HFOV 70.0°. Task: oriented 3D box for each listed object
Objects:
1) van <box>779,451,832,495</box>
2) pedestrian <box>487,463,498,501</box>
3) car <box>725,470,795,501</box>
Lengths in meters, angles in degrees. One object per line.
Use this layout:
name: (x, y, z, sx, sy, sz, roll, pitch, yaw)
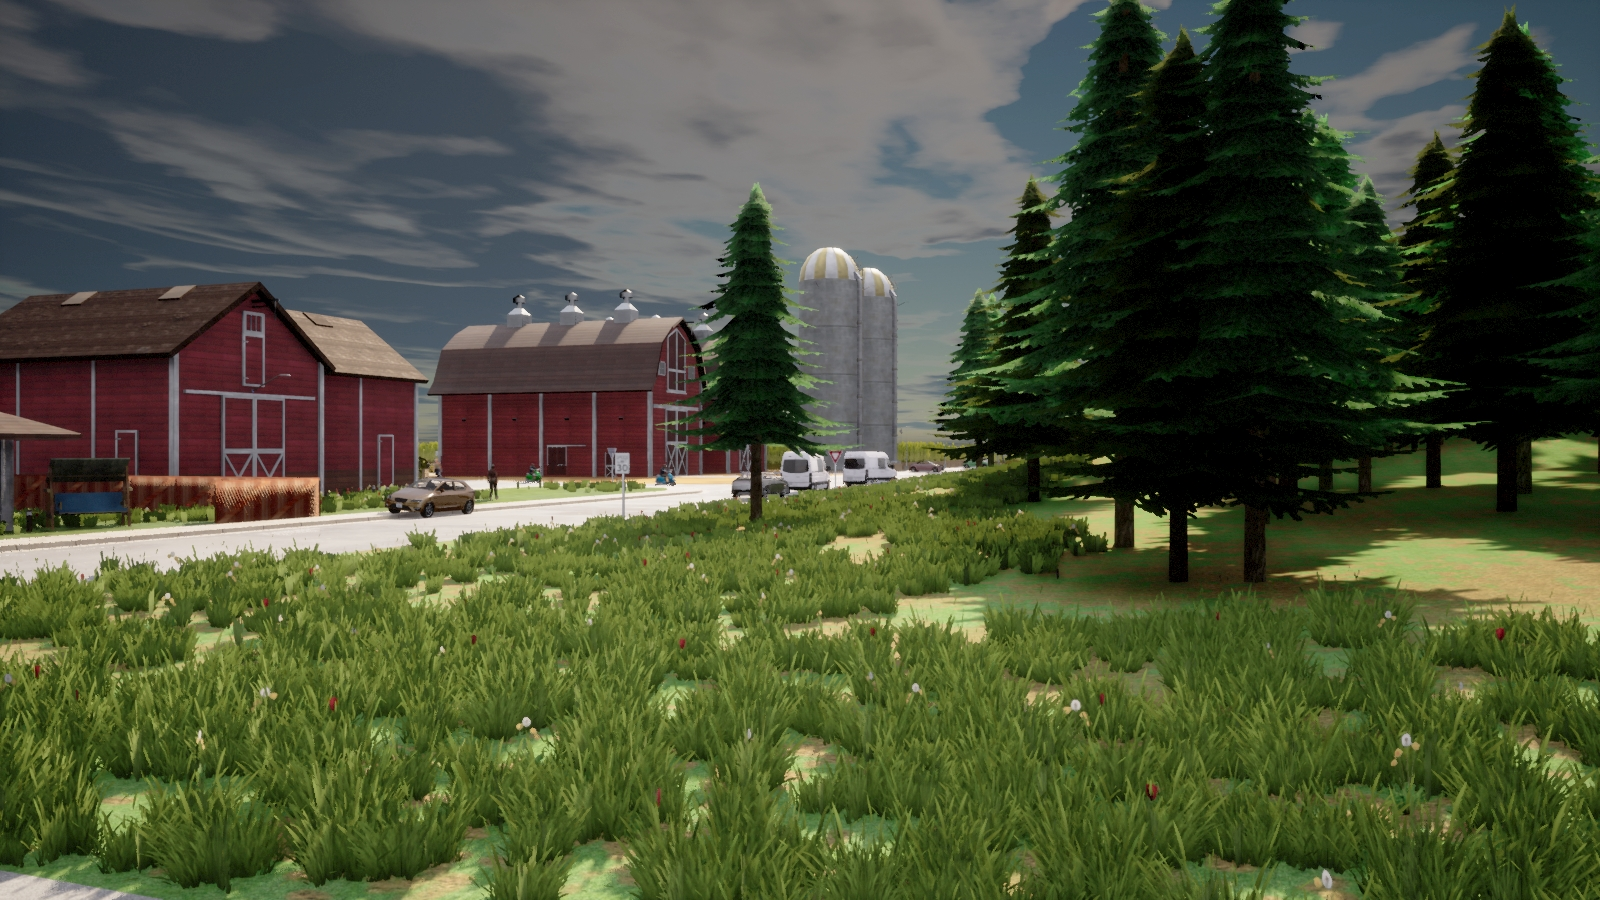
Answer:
van: (0.408, 1.382, 70.578, 1.988, 2.561, 5.915, 0, 0, 13)
pedestrian: (-14.974, 1.547, 55.649, 0.375, 1.860, 0.375, 0, 0, 5)
car: (-2.136, 1.907, 62.469, 2.128, 1.511, 4.902, 0, 0, 20)
